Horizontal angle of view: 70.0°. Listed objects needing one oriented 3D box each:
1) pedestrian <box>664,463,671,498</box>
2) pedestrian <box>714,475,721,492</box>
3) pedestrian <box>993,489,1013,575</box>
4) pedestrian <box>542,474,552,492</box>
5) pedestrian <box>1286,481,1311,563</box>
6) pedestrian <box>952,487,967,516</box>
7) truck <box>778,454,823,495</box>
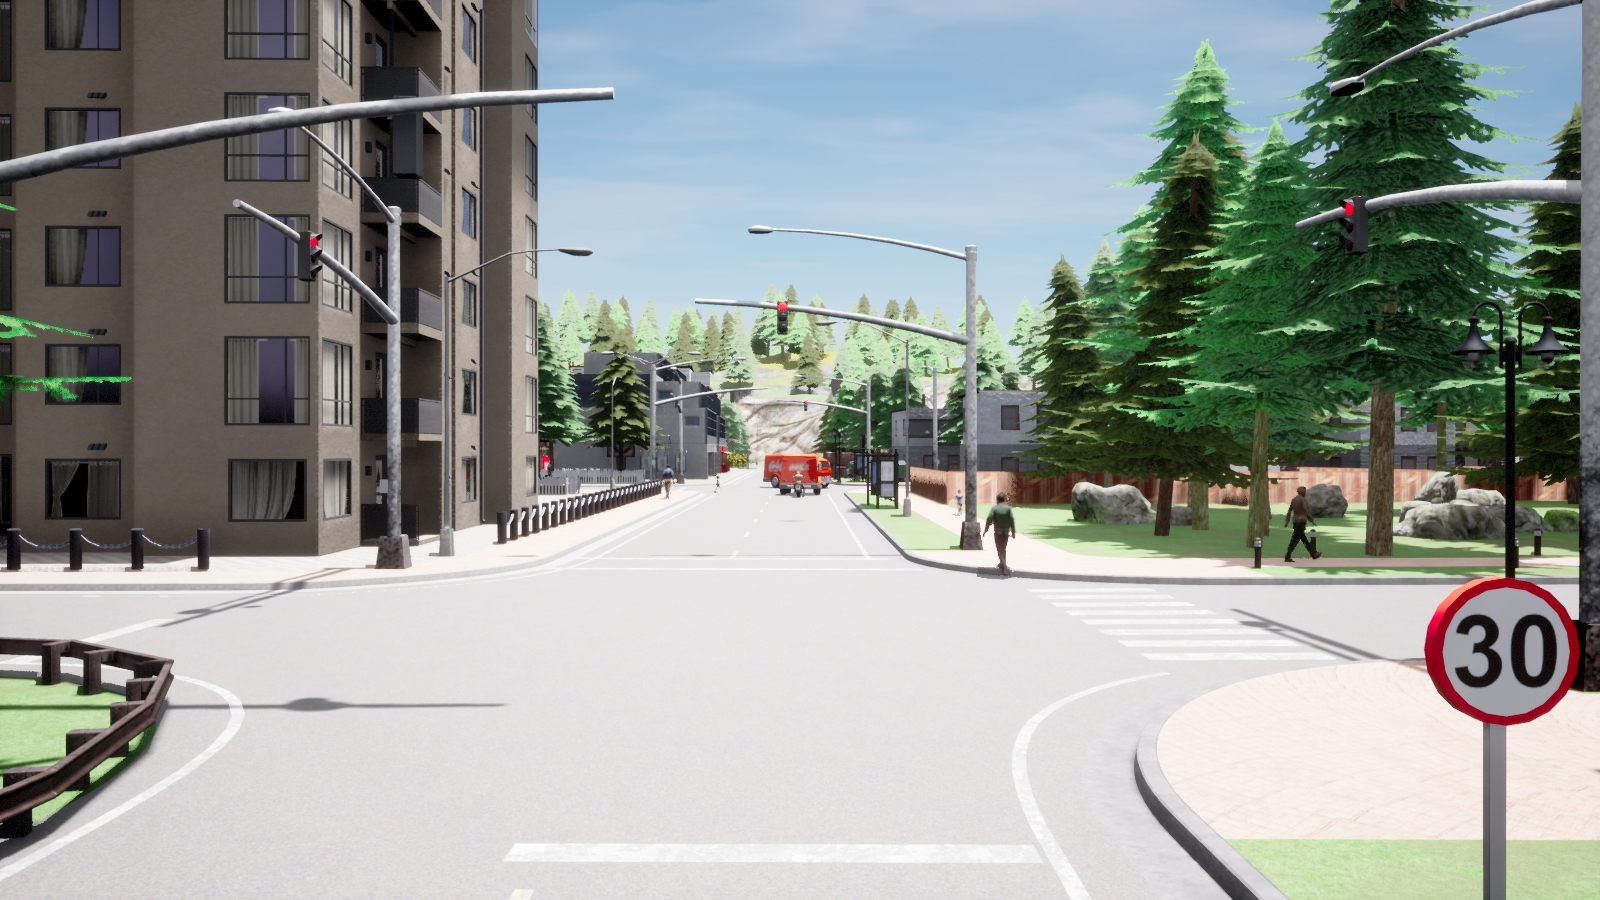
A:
[{"bbox_3d":[-7.094,1.640,61.243,0.375,1.860,0.375,0,0,-10],"label":"pedestrian"},{"bbox_3d":[-5.405,2.171,74.761,0.500,1.100,0.500,0,0,-4],"label":"pedestrian"},{"bbox_3d":[4.433,1.795,24.999,0.375,1.860,0.375,0,0,0],"label":"pedestrian"},{"bbox_3d":[-15.716,2.028,70.888,0.500,1.100,0.500,0,0,-1],"label":"pedestrian"},{"bbox_3d":[11.495,1.647,26.363,0.375,1.860,0.375,0,0,-10],"label":"pedestrian"},{"bbox_3d":[6.304,2.031,45.232,0.500,1.100,0.500,0,0,-1],"label":"pedestrian"},{"bbox_3d":[0.071,1.506,71.518,2.627,2.467,5.204,0,0,3],"label":"truck"}]
